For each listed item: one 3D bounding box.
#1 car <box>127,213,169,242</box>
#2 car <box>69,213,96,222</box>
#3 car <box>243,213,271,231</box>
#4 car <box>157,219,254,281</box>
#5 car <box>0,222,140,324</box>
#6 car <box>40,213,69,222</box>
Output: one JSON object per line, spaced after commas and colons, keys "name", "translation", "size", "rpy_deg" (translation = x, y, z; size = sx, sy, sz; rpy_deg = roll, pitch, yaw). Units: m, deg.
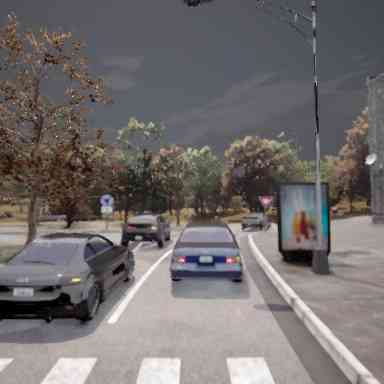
{"name": "car", "translation": [-2.141, 1.795, 16.437], "size": [1.837, 1.490, 4.892], "rpy_deg": [0, -2, 2]}
{"name": "car", "translation": [-18.807, 4.330, 56.179], "size": [5.008, 1.535, 1.882], "rpy_deg": [0, -5, -13]}
{"name": "car", "translation": [5.913, 2.686, 30.283], "size": [2.128, 1.511, 4.902], "rpy_deg": [-2, -4, 25]}
{"name": "car", "translation": [0.446, 1.599, 9.907], "size": [2.033, 1.411, 5.357], "rpy_deg": [0, -1, 3]}
{"name": "car", "translation": [-2.604, 1.580, 7.295], "size": [1.994, 1.385, 4.181], "rpy_deg": [0, -1, 2]}
{"name": "car", "translation": [-23.281, 4.237, 54.104], "size": [4.902, 1.511, 2.128], "rpy_deg": [2, -4, -33]}
